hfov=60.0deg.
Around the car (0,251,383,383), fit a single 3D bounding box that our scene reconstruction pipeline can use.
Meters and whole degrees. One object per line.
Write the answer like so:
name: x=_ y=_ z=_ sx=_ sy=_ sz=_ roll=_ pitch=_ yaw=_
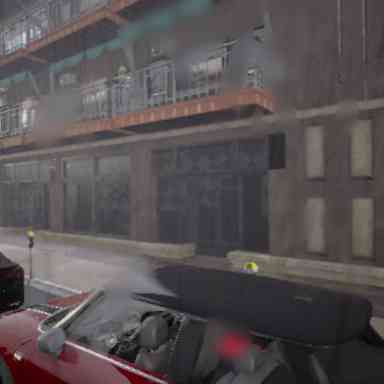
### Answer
car: x=-0.275 y=1.428 z=3.047 sx=4.097 sy=1.590 sz=1.967 roll=0 pitch=-1 yaw=36
